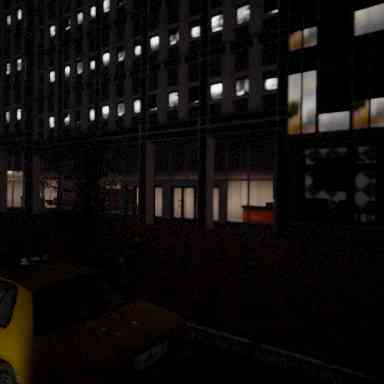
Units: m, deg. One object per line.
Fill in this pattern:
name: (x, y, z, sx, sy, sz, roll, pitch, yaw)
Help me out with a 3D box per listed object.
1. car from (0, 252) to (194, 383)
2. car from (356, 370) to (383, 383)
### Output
car: (-2.265, 1.498, 4.480, 4.829, 1.417, 1.752, 0, 1, 36)
car: (2.499, 1.450, 1.080, 4.097, 1.590, 1.967, 0, 1, 36)
